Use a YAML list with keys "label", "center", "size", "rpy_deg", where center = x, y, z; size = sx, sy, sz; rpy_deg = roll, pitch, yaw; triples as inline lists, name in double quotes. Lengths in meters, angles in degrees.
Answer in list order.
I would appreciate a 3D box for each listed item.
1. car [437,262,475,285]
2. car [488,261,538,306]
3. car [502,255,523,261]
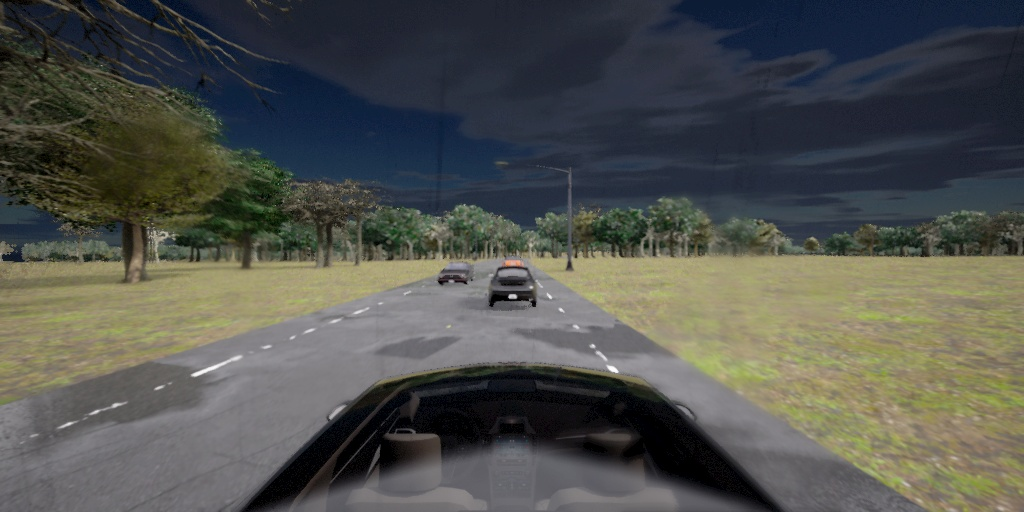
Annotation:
- label: "car"
  center: [-3.536, 1.085, 23.685]
  size: [2.033, 1.411, 5.357]
  rpy_deg: [0, 1, 1]
- label: "car"
  center: [0.042, 1.149, 15.047]
  size: [1.837, 1.490, 4.892]
  rpy_deg: [0, 1, 0]
- label: "car"
  center: [0.071, 0.729, 36.141]
  size: [2.097, 1.767, 4.553]
  rpy_deg: [0, 1, 0]
